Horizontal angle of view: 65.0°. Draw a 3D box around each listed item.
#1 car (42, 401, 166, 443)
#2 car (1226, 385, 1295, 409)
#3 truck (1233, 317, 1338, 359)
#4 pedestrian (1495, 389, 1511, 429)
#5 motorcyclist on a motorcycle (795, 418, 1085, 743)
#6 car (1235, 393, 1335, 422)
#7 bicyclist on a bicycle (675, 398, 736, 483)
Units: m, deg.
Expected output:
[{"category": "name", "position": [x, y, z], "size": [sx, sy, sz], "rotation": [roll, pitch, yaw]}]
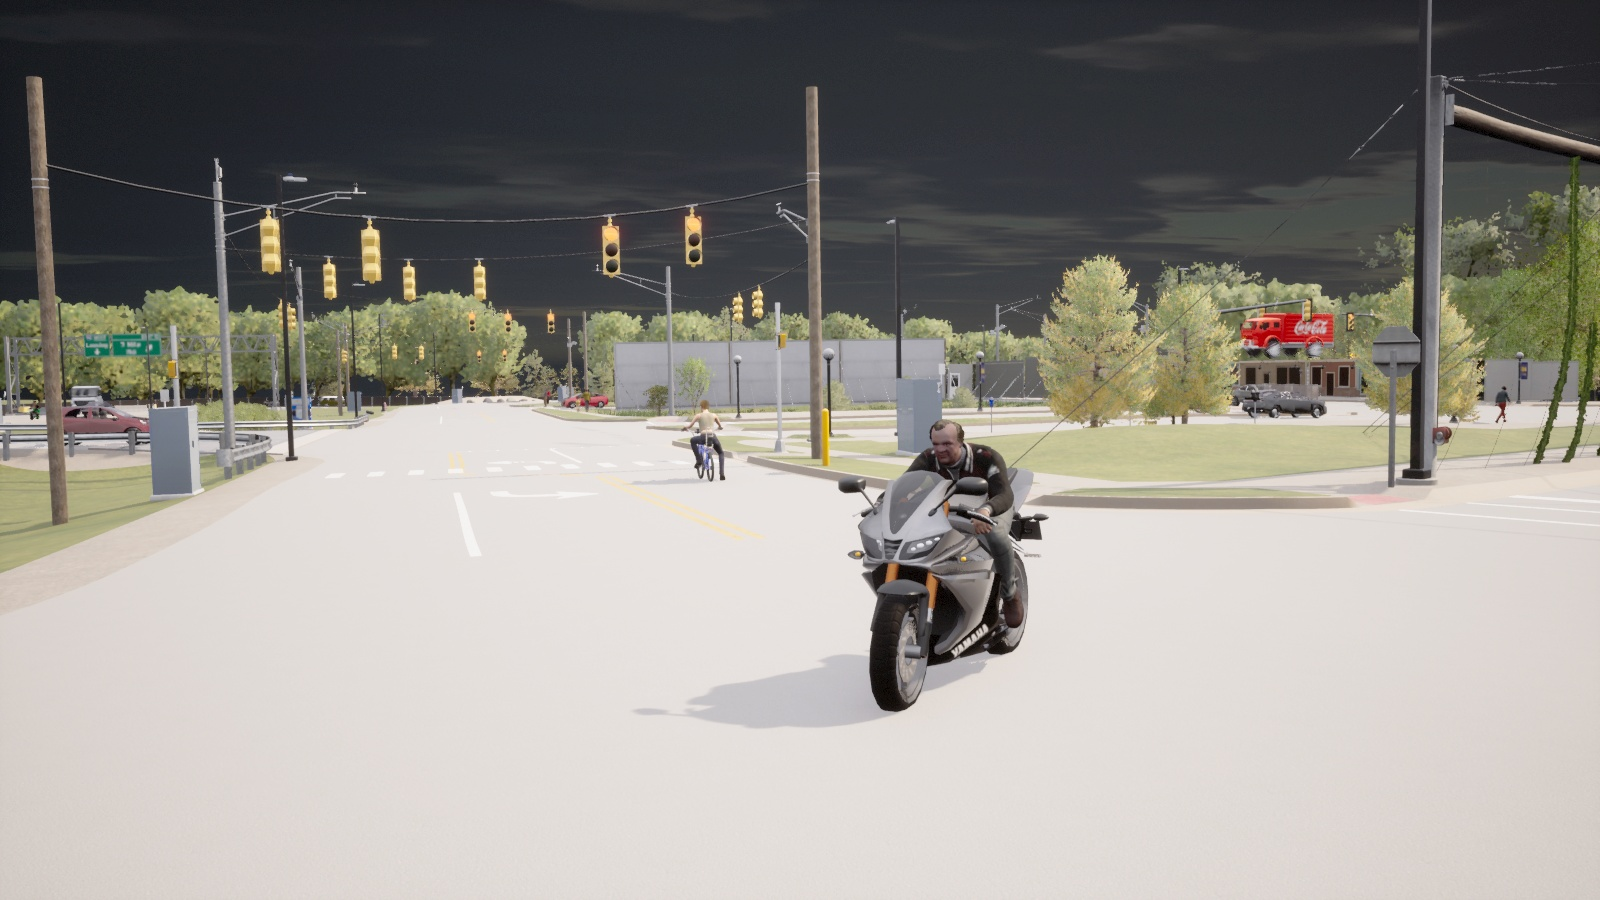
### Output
[{"category": "car", "position": [-26.083, -1.087, 47.181], "size": [3.633, 1.501, 1.845], "rotation": [-1, 3, -11]}, {"category": "car", "position": [33.315, -3.852, 91.035], "size": [2.152, 1.651, 5.027], "rotation": [-2, 4, -15]}, {"category": "truck", "position": [29.000, -6.727, 75.114], "size": [5.204, 2.467, 2.627], "rotation": [-1, 6, -15]}, {"category": "pedestrian", "position": [32.941, -1.930, 58.835], "size": [0.614, 1.847, 0.353], "rotation": [-3, 5, -27]}, {"category": "motorcyclist on a motorcycle", "position": [0.894, 0.607, 7.232], "size": [0.866, 1.530, 2.191], "rotation": [0, 3, 29]}, {"category": "car", "position": [26.535, -2.331, 68.684], "size": [4.902, 1.511, 2.128], "rotation": [-1, 3, -20]}, {"category": "bicyclist on a bicycle", "position": [-1.890, -0.209, 24.951], "size": [0.866, 1.612, 1.509], "rotation": [-2, 3, -16]}]
